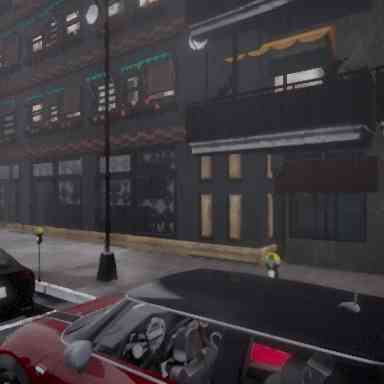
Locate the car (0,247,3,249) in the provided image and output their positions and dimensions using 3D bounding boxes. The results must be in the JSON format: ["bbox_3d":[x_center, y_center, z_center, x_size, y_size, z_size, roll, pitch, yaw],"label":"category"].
[{"bbox_3d":[-4.628,1.565,6.179,4.313,1.339,1.947,0,0,36],"label":"car"}]

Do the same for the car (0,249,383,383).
[{"bbox_3d":[-0.015,1.439,2.889,4.097,1.590,1.967,0,0,36],"label":"car"}]
